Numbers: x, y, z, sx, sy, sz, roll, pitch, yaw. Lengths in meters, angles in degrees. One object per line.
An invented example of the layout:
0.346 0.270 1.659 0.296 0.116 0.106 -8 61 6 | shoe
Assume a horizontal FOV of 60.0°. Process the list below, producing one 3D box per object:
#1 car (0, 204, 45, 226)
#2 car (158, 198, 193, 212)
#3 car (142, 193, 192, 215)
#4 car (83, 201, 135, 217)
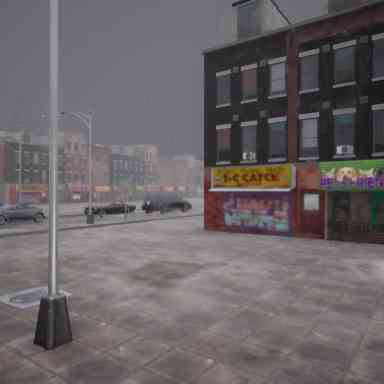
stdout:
-12.598 1.515 23.380 1.994 1.385 4.181 0 0 36 | car
-1.840 1.447 38.603 1.994 1.385 4.181 0 0 35 | car
-2.459 1.131 32.633 2.150 2.045 5.566 0 0 35 | car
-7.556 1.519 30.516 1.895 1.301 4.718 0 0 36 | car
